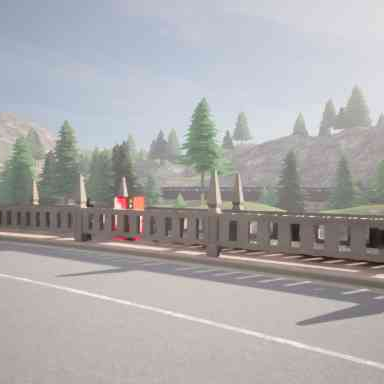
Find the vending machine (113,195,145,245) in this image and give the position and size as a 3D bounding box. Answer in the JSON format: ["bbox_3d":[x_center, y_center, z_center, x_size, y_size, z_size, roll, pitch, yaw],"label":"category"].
[{"bbox_3d":[-2.789,1.189,14.724,0.880,2.100,1.100,1,0,29],"label":"vending machine"}]

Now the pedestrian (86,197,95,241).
[{"bbox_3d":[-4.457,1.136,14.306,0.375,1.860,0.375,1,1,28],"label":"pedestrian"}]
